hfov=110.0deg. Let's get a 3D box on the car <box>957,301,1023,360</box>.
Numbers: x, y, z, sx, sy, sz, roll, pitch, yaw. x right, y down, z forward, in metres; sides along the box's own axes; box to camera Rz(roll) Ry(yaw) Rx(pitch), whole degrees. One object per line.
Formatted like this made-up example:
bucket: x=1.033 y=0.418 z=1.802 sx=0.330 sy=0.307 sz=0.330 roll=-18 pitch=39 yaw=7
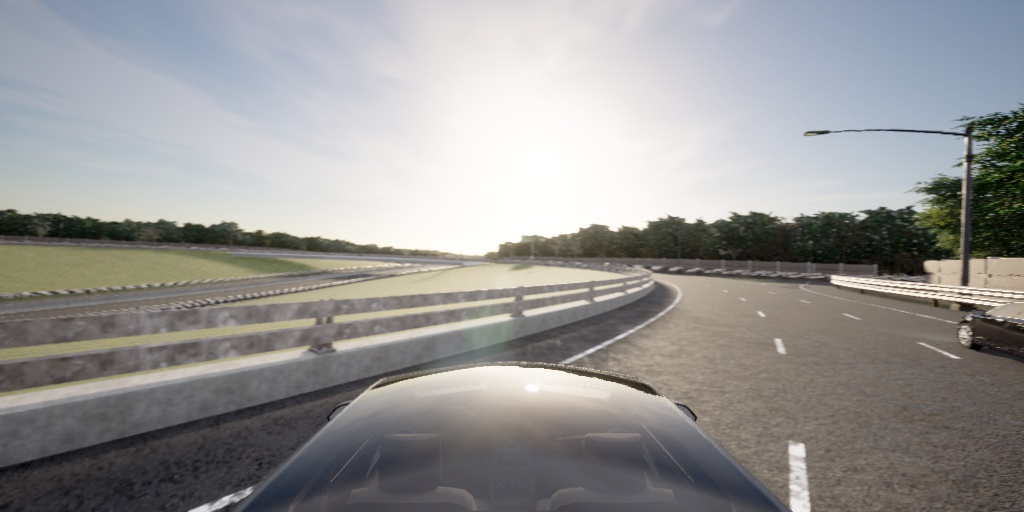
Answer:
car: x=12.262 y=1.762 z=7.987 sx=1.837 sy=1.490 sz=4.892 roll=3 pitch=0 yaw=33
